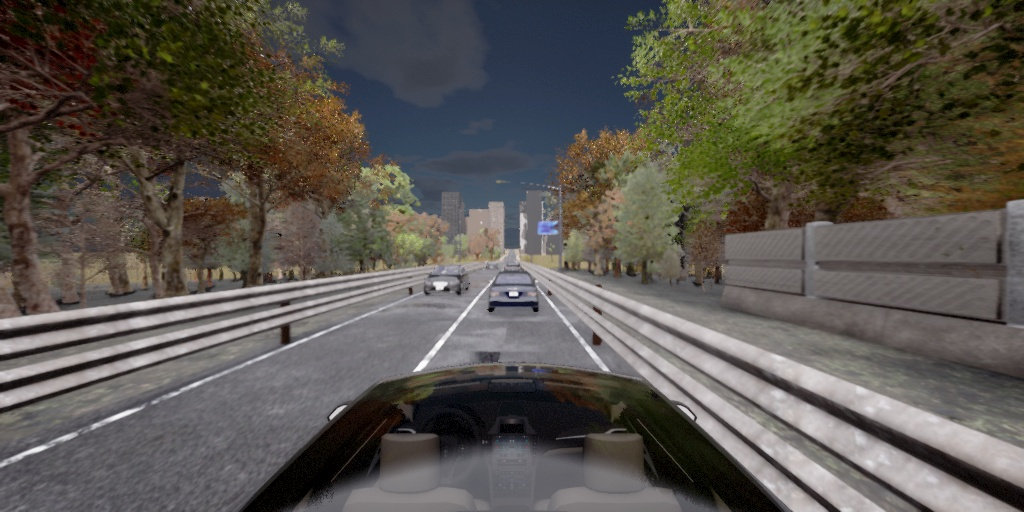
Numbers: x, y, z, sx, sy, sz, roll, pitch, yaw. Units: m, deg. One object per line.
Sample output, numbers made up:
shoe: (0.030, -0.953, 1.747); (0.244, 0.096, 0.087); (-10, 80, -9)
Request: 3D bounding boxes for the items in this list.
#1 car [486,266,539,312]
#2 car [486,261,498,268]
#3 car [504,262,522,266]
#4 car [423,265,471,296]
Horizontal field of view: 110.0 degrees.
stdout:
car: (0.066, 1.274, 14.087); (2.033, 1.411, 5.357); (0, 0, 0)
car: (-3.278, 1.618, 60.217); (1.812, 1.442, 4.674); (0, -1, 1)
car: (0.107, 1.335, 36.673); (2.128, 1.511, 4.902); (0, -1, 0)
car: (-3.339, 1.226, 19.081); (2.128, 1.511, 4.902); (0, 0, 0)
